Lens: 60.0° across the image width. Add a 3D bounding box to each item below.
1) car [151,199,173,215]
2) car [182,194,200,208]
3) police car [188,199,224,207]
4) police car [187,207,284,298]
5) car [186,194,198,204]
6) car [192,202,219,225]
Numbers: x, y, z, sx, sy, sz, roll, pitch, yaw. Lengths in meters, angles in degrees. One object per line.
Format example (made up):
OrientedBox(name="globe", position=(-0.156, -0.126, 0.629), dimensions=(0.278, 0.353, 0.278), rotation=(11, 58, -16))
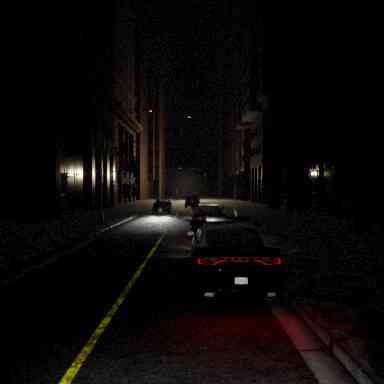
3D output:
OrientedBox(name="car", position=(-2.971, 1.459, 33.750), dimensions=(2.128, 1.511, 4.902), rotation=(0, 0, 0))
OrientedBox(name="car", position=(0.055, 1.297, 46.778), dimensions=(2.097, 1.767, 4.553), rotation=(0, 0, 0))
OrientedBox(name="police car", position=(0.916, 1.412, 18.687), dimensions=(1.930, 1.638, 5.238), rotation=(0, 0, 0))
OrientedBox(name="police car", position=(0.907, 1.421, 8.685), dimensions=(1.930, 1.638, 5.238), rotation=(0, 0, 0))
OrientedBox(name="car", position=(0.051, 1.270, 60.071), dimensions=(2.097, 1.767, 4.553), rotation=(0, 0, 0))
OrientedBox(name="car", position=(0.921, 1.506, 24.577), dimensions=(1.812, 1.442, 4.674), rotation=(0, 0, 0))
